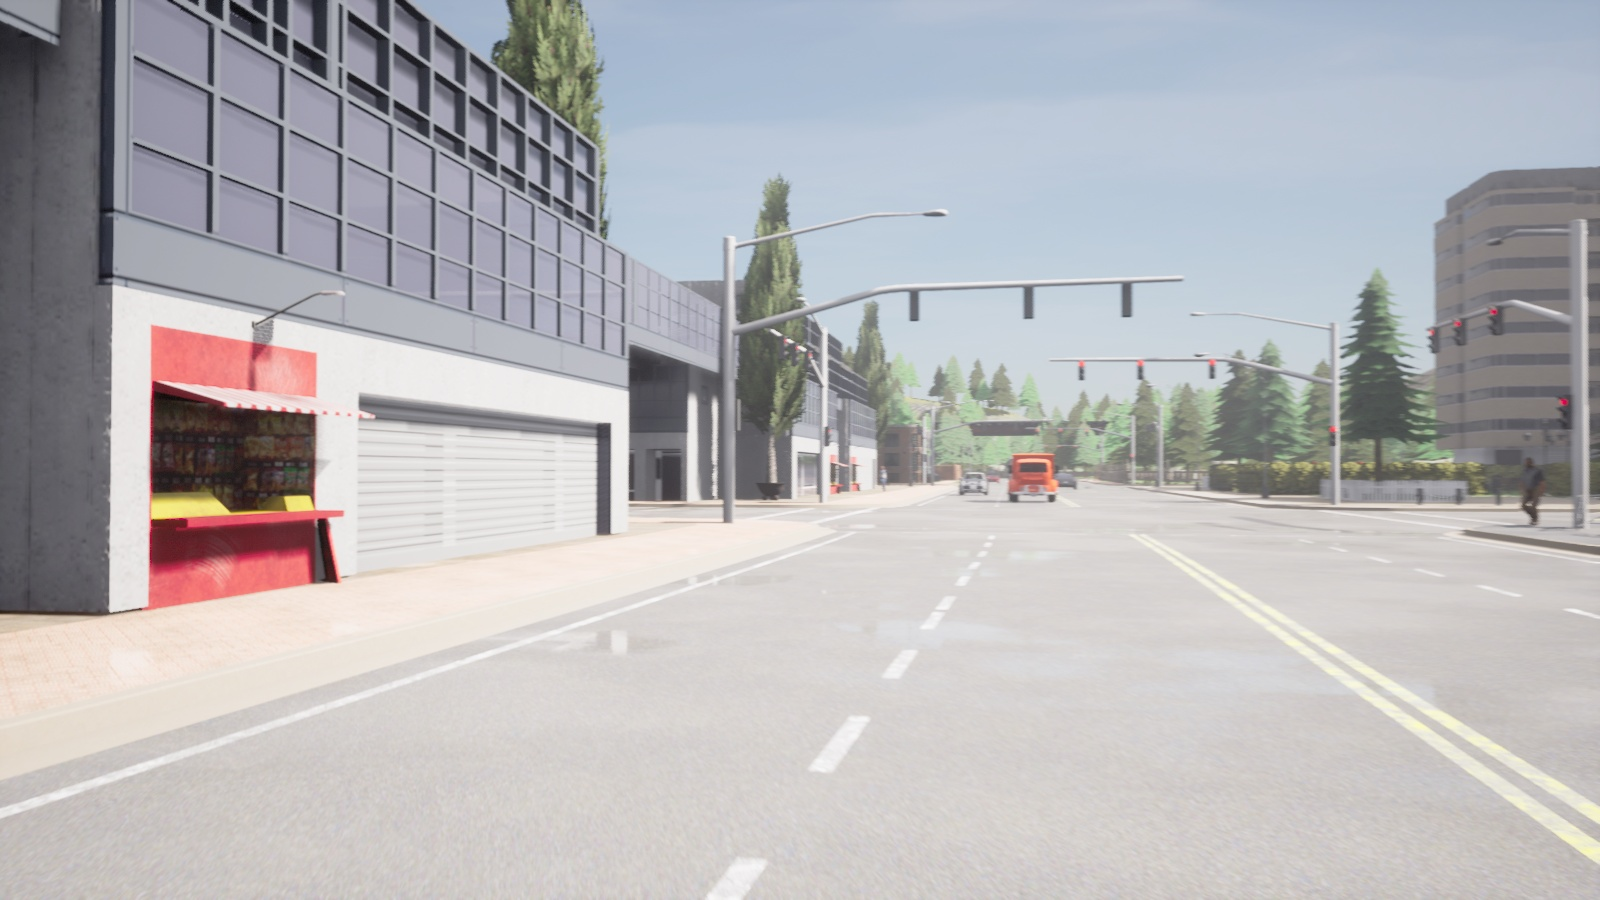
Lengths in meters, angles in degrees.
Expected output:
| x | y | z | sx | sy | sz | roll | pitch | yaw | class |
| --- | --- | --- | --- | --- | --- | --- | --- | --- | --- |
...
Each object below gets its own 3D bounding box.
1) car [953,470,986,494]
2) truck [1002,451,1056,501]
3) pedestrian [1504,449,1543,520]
| x | y | z | sx | sy | sz | roll | pitch | yaw | class |
| --- | --- | --- | --- | --- | --- | --- | --- | --- | --- |
| 11.126 | 2.089 | 82.329 | 1.970 | 1.475 | 3.806 | -1 | -1 | 10 | car |
| 11.779 | 1.337 | 64.812 | 2.627 | 2.467 | 5.204 | -1 | -1 | 9 | truck |
| 18.922 | 0.902 | 32.850 | 0.694 | 1.848 | 0.540 | 0 | -1 | -23 | pedestrian |
